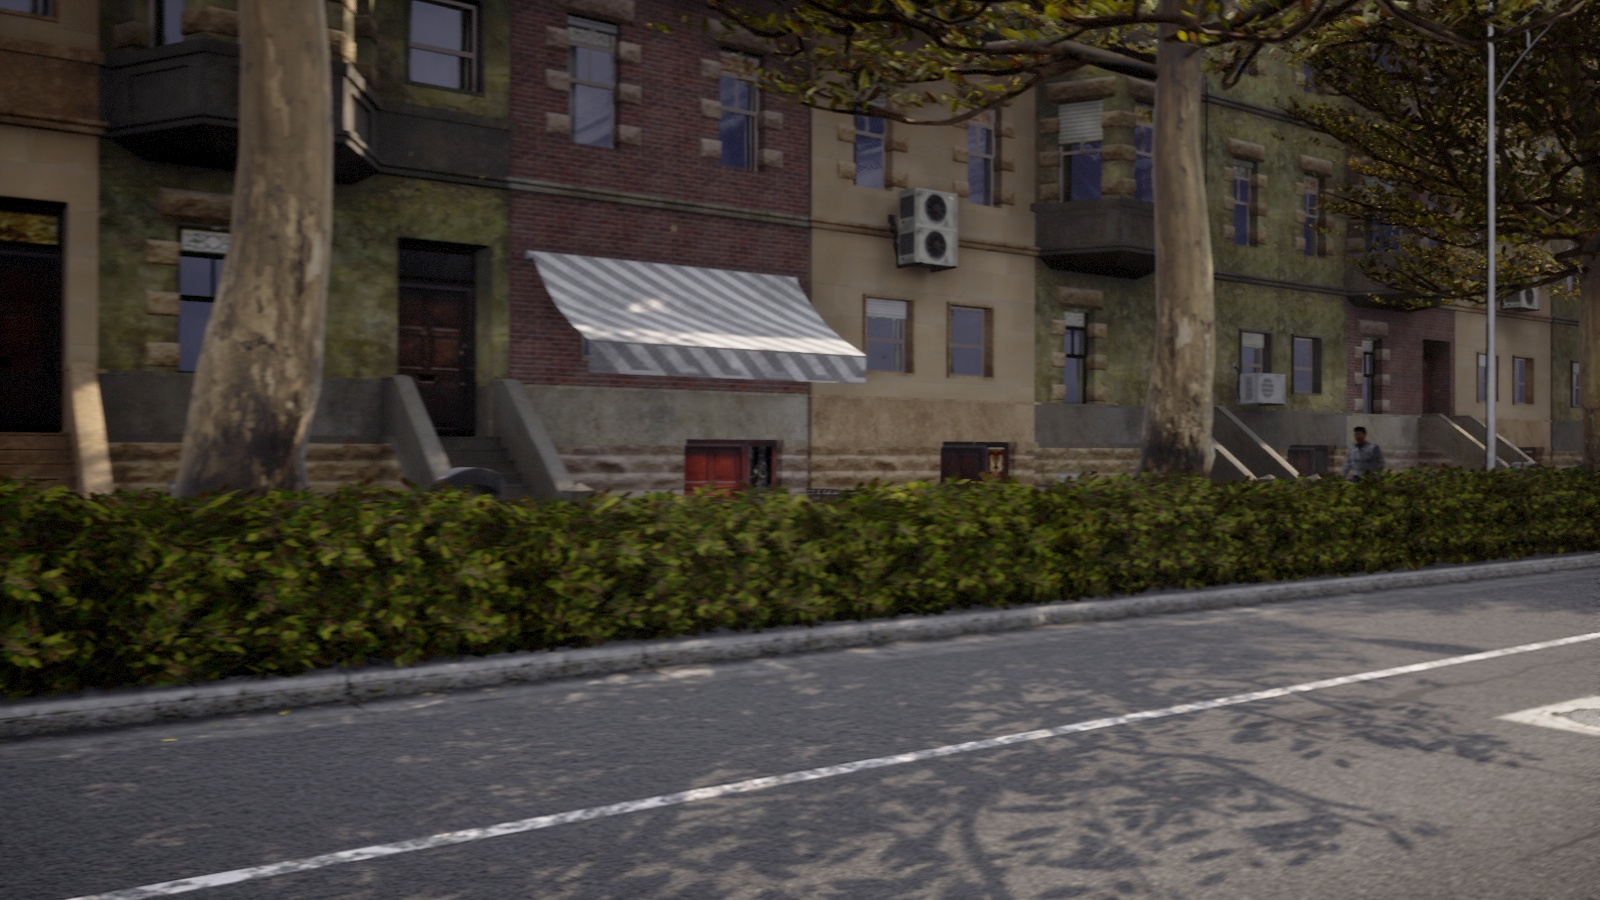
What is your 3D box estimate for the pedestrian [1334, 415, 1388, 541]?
[{"bbox_3d":[8.893,0.437,19.920,0.788,1.949,0.423,0,0,-34],"label":"pedestrian"}]
